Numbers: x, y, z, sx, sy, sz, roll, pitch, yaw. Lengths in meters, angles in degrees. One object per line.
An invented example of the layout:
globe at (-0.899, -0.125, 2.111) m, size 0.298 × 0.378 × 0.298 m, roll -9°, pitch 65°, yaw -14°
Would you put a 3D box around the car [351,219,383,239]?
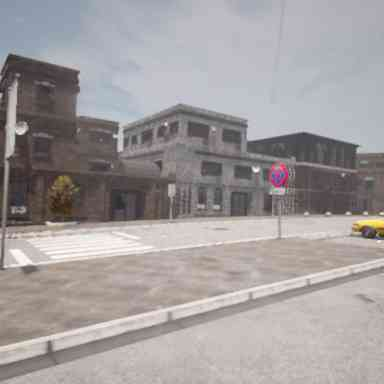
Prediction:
car at (10.618, 1.625, 16.195) m, size 1.946 × 1.575 × 5.366 m, roll 1°, pitch -1°, yaw -36°
